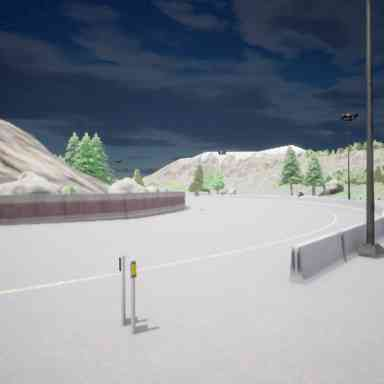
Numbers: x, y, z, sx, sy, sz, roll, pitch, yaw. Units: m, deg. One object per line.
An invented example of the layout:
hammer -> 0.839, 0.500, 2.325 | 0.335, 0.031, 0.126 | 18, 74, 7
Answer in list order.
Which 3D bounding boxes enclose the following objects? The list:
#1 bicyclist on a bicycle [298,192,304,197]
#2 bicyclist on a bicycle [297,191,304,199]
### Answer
bicyclist on a bicycle -> 29.043, 0.737, 87.825 | 1.656, 1.620, 0.582 | 24, -12, -30
bicyclist on a bicycle -> 28.746, 0.735, 88.316 | 1.656, 1.620, 0.582 | 26, -15, -31
